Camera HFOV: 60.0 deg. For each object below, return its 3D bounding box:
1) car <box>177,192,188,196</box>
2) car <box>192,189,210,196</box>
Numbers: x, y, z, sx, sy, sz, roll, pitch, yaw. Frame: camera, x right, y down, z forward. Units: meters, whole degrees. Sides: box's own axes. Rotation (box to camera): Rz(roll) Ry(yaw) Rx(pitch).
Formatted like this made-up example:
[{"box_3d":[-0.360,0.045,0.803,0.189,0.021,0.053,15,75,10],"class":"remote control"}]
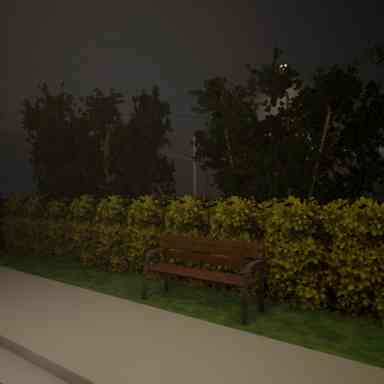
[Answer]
[{"box_3d":[-2.634,0.725,64.225,2.097,1.767,4.553,0,1,35],"class":"car"},{"box_3d":[2.082,0.517,64.859,2.150,2.045,5.566,0,2,35],"class":"car"}]
